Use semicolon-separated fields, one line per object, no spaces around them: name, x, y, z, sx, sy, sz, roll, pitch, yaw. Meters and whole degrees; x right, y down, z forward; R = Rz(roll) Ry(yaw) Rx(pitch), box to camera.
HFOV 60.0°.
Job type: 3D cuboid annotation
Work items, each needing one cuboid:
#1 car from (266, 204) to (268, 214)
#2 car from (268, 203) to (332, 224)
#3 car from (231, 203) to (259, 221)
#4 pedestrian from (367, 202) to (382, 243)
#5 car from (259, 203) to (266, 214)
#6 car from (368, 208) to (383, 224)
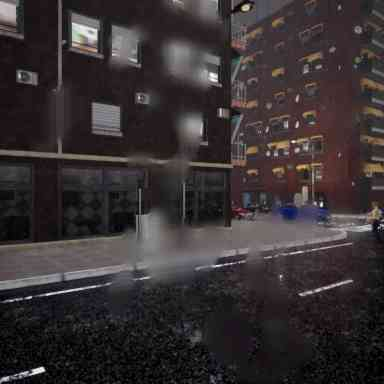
car;10.448;1.827;35.082;1.887;1.381;4.507;-1;0;-36
car;8.923;1.685;27.196;1.882;1.535;5.008;0;-1;-34
car;3.681;1.861;30.196;1.802;1.307;4.206;-1;0;-36
pedestrian;8.013;1.294;14.455;0.375;1.860;0.375;0;0;-35
car;7.333;1.918;39.395;1.947;1.339;4.313;-1;0;-36
car;15.630;1.483;24.608;4.553;1.767;2.097;-1;-1;20
